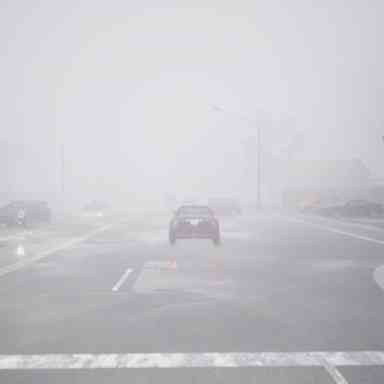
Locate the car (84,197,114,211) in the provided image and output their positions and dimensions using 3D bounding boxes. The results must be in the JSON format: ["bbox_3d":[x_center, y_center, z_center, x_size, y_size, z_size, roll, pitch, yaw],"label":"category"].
[{"bbox_3d":[-10.606,1.465,37.538,1.895,1.301,4.718,0,0,0],"label":"car"}]

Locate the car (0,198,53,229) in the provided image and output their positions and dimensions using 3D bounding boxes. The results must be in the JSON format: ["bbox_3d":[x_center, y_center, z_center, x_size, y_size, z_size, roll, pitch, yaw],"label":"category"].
[{"bbox_3d":[-10.603,1.276,20.981,2.097,1.767,4.553,0,0,0],"label":"car"}]

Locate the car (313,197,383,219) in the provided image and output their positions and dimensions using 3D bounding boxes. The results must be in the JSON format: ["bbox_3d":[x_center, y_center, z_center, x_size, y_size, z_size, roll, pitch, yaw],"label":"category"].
[{"bbox_3d":[13.090,1.378,27.479,5.008,1.535,1.882,0,0,-1],"label":"car"}]

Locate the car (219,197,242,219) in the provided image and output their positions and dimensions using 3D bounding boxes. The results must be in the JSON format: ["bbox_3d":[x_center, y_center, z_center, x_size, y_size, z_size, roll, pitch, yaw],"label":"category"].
[{"bbox_3d":[1.909,1.250,27.947,4.553,1.767,2.097,0,0,9],"label":"car"}]

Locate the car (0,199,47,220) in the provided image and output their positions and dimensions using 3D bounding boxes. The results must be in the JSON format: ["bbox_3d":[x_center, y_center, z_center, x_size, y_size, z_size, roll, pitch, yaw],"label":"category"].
[{"bbox_3d":[-14.104,1.377,27.745,1.882,1.535,5.008,0,0,0],"label":"car"}]

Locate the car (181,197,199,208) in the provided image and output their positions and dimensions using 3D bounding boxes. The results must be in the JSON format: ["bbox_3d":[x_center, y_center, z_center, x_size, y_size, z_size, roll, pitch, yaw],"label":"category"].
[{"bbox_3d":[-0.198,1.383,45.094,2.033,1.411,5.357,0,0,4],"label":"car"}]

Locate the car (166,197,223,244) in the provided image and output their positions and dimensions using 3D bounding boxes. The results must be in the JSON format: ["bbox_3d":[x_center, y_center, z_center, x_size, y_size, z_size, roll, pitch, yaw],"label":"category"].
[{"bbox_3d":[0.097,1.296,15.697,2.097,1.767,4.553,0,0,0],"label":"car"}]

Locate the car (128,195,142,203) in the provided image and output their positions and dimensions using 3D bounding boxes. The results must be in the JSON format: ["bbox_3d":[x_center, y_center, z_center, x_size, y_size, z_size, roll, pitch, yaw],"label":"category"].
[{"bbox_3d":[-10.514,1.323,61.888,2.033,1.411,5.357,0,0,0],"label":"car"}]

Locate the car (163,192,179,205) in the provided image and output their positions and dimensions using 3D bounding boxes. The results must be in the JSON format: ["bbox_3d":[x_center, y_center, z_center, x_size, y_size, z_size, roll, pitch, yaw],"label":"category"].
[{"bbox_3d":[-3.426,1.025,54.108,2.150,2.045,5.566,0,0,0],"label":"car"}]

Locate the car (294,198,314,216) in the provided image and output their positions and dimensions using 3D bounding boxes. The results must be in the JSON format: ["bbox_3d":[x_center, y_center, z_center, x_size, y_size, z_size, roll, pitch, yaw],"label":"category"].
[{"bbox_3d":[11.875,1.240,30.967,4.553,1.767,2.097,0,0,-1],"label":"car"}]
